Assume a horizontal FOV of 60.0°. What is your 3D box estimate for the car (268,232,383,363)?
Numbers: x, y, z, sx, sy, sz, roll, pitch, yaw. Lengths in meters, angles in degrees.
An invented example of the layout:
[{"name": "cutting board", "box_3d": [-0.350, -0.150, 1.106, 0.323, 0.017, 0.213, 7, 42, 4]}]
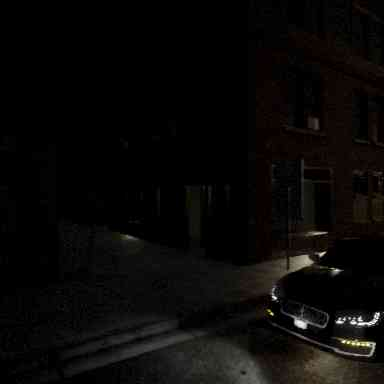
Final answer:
[{"name": "car", "box_3d": [3.415, 1.511, 5.802, 4.892, 1.490, 1.837, 1, 0, -35]}]
